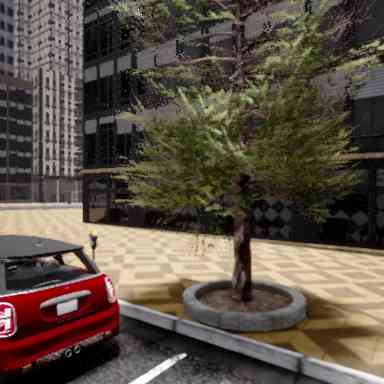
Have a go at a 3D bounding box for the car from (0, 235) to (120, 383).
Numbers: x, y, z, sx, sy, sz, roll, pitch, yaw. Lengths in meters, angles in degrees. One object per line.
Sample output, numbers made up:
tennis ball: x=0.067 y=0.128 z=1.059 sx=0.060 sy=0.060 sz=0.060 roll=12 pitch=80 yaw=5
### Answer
car: x=-3.061 y=1.379 z=5.116 sx=4.097 sy=1.590 sz=1.967 roll=1 pitch=0 yaw=36
